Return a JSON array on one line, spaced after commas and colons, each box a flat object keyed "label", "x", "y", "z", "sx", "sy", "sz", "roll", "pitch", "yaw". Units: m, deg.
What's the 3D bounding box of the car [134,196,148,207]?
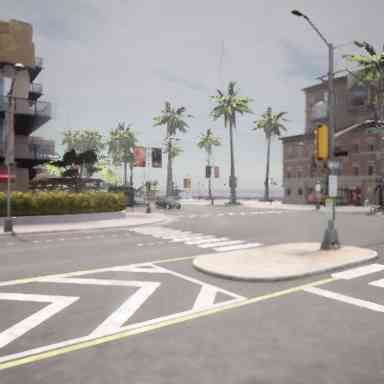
[{"label": "car", "x": -8.532, "y": 1.580, "z": 52.749, "sx": 1.812, "sy": 1.442, "sz": 4.674, "roll": 0, "pitch": 0, "yaw": -35}]

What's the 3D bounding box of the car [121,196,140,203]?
[{"label": "car", "x": -13.306, "y": 1.548, "z": 71.695, "sx": 1.882, "sy": 1.535, "sz": 5.008, "roll": 0, "pitch": 0, "yaw": -39}]

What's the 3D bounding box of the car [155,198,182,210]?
[{"label": "car", "x": -3.266, "y": 1.558, "z": 45.208, "sx": 1.837, "sy": 1.490, "sz": 4.892, "roll": 0, "pitch": 0, "yaw": -35}]
